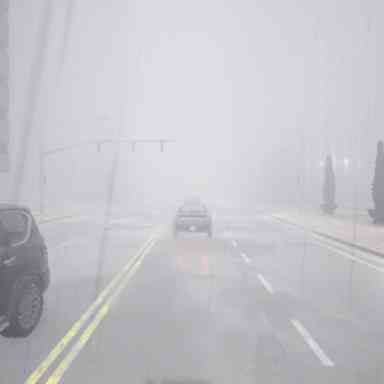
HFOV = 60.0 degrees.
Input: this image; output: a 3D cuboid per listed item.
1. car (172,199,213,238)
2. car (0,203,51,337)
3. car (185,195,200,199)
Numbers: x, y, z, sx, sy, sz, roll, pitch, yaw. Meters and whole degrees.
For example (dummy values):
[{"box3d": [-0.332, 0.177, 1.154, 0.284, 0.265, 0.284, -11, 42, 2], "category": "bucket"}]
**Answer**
[{"box3d": [0.049, 1.345, 16.668, 2.128, 1.511, 4.902, 0, 1, 1], "category": "car"}, {"box3d": [-3.556, 1.191, 3.596, 2.150, 2.045, 5.566, 0, 0, 0], "category": "car"}, {"box3d": [0.088, 1.093, 43.860, 1.882, 1.535, 5.008, 0, 0, 0], "category": "car"}]
